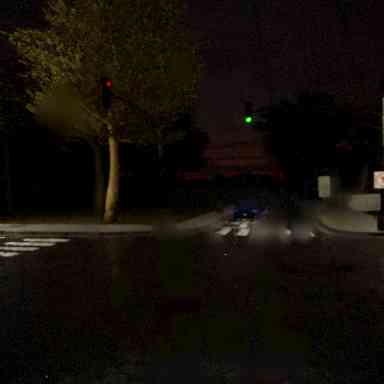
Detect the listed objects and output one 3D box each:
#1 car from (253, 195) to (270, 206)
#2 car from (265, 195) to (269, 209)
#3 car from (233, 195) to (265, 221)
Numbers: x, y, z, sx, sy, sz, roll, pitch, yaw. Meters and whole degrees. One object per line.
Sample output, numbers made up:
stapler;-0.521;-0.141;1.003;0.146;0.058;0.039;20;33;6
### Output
car;9.551;1.110;45.479;2.033;1.411;5.357;-1;0;15
car;6.872;1.179;35.193;1.837;1.490;4.892;-1;0;14
car;4.278;1.257;25.223;1.882;1.535;5.008;-1;0;15
